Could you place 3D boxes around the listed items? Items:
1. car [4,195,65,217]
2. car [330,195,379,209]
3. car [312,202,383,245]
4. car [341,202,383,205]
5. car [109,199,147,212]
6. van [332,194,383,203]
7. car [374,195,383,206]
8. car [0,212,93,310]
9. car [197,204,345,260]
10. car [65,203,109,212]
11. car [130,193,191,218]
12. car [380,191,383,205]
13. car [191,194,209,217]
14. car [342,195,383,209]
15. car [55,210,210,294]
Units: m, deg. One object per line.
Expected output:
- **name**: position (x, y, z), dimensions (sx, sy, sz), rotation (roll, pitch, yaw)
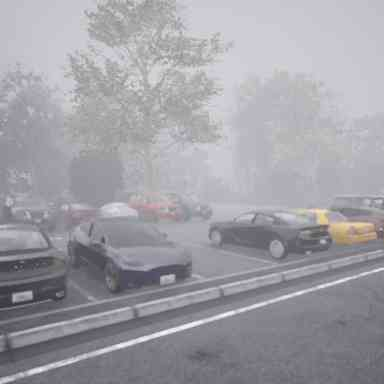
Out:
- **car**: position (-9.658, 1.187, 19.603), dimensions (2.435, 2.045, 5.566), rotation (-1, 0, -36)
- **car**: position (19.801, 1.212, 40.712), dimensions (2.231, 1.521, 4.892), rotation (0, 0, -36)
- **car**: position (4.806, 1.372, 14.129), dimensions (1.946, 1.575, 5.366), rotation (0, 0, -36)
- **car**: position (7.177, 1.388, 15.633), dimensions (2.163, 1.488, 4.792), rotation (0, 0, -36)
- **car**: position (-5.240, 1.437, 22.794), dimensions (2.002, 1.452, 4.674), rotation (-1, 0, -36)
- **van**: position (9.541, 1.116, 17.144), dimensions (1.878, 1.987, 4.442), rotation (0, 0, -36)
- **car**: position (28.853, 1.174, 47.144), dimensions (2.163, 1.488, 4.792), rotation (0, 0, -36)
- **car**: position (-4.198, 1.461, 7.456), dimensions (2.231, 1.521, 4.892), rotation (-1, 0, -35)
- **car**: position (2.639, 1.393, 12.345), dimensions (2.097, 1.535, 5.008), rotation (0, 0, -36)
- **car**: position (-7.403, 1.417, 21.244), dimensions (2.097, 1.535, 5.008), rotation (-1, 0, -36)
- **car**: position (-2.862, 1.126, 24.462), dimensions (2.435, 2.045, 5.566), rotation (0, 0, -36)
- **car**: position (31.076, 0.877, 48.804), dimensions (2.435, 2.045, 5.566), rotation (0, 0, -36)
- **car**: position (-0.697, 1.110, 26.011), dimensions (2.435, 2.045, 5.566), rotation (0, 0, -36)
- **car**: position (22.170, 1.191, 42.172), dimensions (1.946, 1.575, 5.366), rotation (0, 0, -36)
- **car**: position (-1.908, 1.465, 9.064), dimensions (2.163, 1.488, 4.792), rotation (-1, 0, -36)
